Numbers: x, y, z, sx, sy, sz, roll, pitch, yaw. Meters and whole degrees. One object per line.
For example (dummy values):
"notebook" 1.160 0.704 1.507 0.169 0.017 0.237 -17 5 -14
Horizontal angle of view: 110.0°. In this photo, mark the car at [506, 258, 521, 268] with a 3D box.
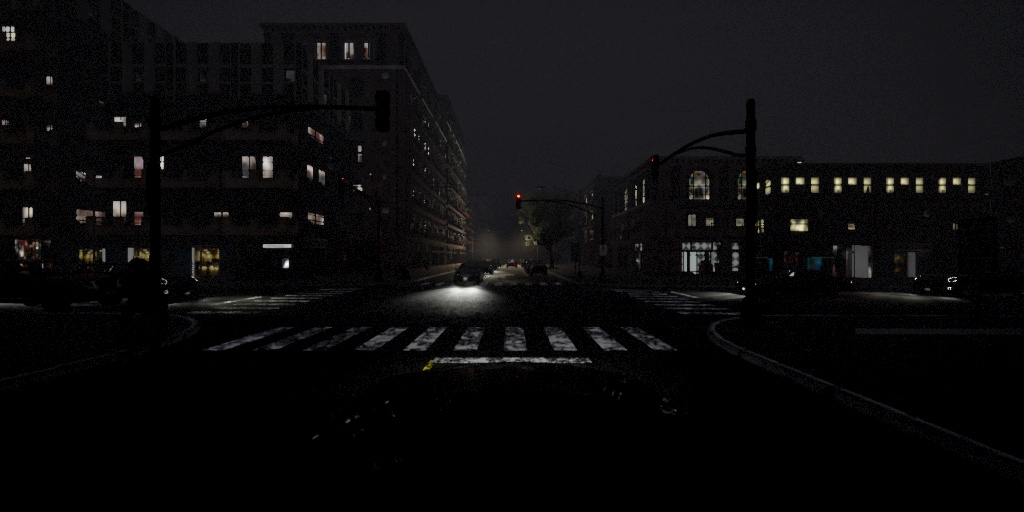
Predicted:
"car" -0.013 1.319 63.216 2.128 1.511 4.902 0 0 0

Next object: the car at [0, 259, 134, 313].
"car" -17.279 1.013 13.137 5.009 1.841 2.192 0 0 0

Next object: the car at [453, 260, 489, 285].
"car" -3.103 1.255 26.300 2.128 1.511 4.902 0 0 0

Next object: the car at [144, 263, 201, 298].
"car" -16.530 1.053 15.753 4.553 1.767 2.097 0 0 -1

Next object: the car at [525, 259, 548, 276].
"car" 2.683 1.330 36.860 2.007 1.370 4.403 0 0 0

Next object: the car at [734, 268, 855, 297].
"car" 15.020 1.372 19.163 5.357 1.411 2.033 0 0 0

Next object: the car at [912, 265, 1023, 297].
"car" 24.520 1.219 19.231 4.553 1.767 2.097 0 0 0

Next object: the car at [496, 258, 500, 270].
"car" -3.104 1.406 52.480 1.895 1.301 4.718 0 0 0

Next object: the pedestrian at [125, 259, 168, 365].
"pedestrian" -6.781 1.044 6.680 0.375 1.860 0.375 0 0 0

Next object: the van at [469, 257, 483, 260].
"van" -5.702 1.148 53.950 1.690 1.789 3.998 0 0 0

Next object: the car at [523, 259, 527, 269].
"car" 2.682 1.228 42.557 1.967 1.591 4.097 0 0 0

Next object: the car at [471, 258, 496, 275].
"car" -3.104 1.261 39.716 1.882 1.535 5.008 0 0 0

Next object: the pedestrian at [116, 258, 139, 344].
"pedestrian" -7.645 0.891 7.331 0.375 1.860 0.375 0 0 0
